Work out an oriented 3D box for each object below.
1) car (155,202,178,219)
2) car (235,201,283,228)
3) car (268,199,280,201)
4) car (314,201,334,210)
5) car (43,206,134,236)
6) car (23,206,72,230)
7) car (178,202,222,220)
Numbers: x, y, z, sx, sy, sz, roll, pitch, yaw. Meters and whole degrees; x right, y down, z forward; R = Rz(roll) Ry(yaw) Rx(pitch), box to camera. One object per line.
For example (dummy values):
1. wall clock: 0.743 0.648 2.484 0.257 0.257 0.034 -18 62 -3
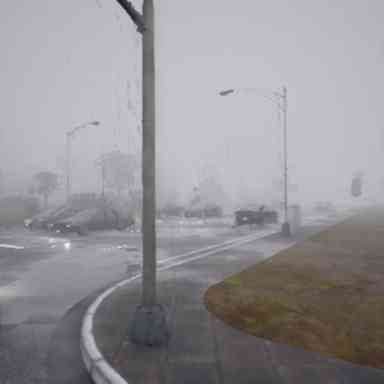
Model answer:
1. car: -2.617 1.751 32.303 1.882 1.535 5.008 -1 -1 32
2. car: 4.808 1.646 24.137 1.882 1.535 5.008 -1 -1 31
3. car: 12.098 1.825 49.420 2.128 1.511 4.902 -1 -1 32
4. car: 18.481 1.870 46.428 1.895 1.301 4.718 -1 -1 32
5. car: -5.877 1.742 20.284 2.033 1.411 5.357 -1 -1 31
6. car: -8.748 1.718 22.297 2.128 1.511 4.902 -1 -1 31
7. car: 1.078 1.725 31.633 1.882 1.535 5.008 -1 0 32
